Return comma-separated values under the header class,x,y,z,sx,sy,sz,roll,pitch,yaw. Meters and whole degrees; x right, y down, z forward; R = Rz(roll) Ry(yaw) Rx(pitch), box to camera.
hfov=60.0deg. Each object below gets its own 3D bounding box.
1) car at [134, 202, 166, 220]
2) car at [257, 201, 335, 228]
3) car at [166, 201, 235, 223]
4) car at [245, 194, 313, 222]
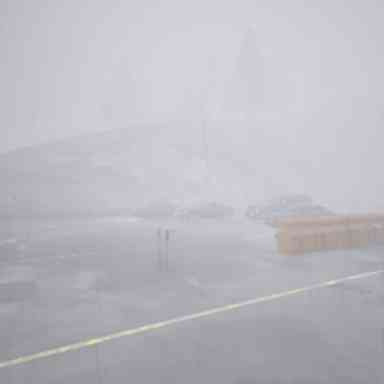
class,x,y,z,sx,sy,sz,roll,pitch,yaw
car,-2.566,1.509,27.092,4.181,1.385,1.994,0,0,-31
car,6.664,1.487,20.347,4.892,1.490,1.837,1,0,-29
car,0.939,1.449,25.117,4.902,1.511,2.128,0,0,-30
car,6.563,1.196,24.301,5.566,2.045,2.150,0,0,-29
